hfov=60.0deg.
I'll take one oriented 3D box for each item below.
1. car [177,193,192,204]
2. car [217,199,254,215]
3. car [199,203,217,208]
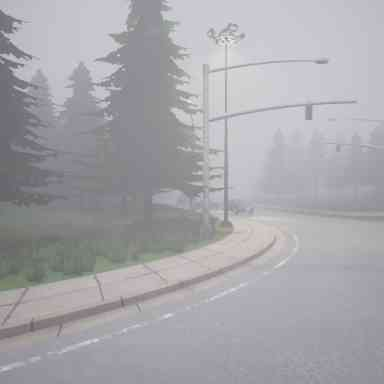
[{"bbox_3d":[-0.866,1.218,54.068,2.150,2.045,5.566,0,0,-17],"label":"car"},{"bbox_3d":[4.717,1.491,34.282,2.128,1.511,4.902,0,0,-15],"label":"car"},{"bbox_3d":[2.064,1.601,43.922,1.895,1.301,4.718,0,0,-16],"label":"car"}]
